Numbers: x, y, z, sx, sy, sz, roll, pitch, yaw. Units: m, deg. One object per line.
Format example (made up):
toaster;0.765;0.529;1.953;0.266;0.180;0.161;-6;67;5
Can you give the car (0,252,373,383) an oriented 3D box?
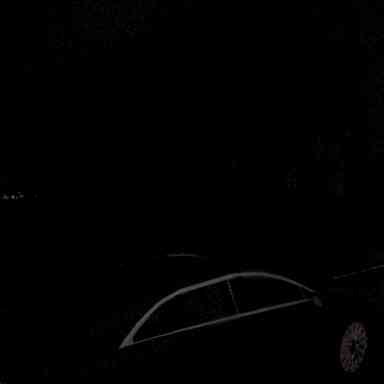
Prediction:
car;0.240;1.491;3.912;4.902;1.511;2.128;0;0;-35
